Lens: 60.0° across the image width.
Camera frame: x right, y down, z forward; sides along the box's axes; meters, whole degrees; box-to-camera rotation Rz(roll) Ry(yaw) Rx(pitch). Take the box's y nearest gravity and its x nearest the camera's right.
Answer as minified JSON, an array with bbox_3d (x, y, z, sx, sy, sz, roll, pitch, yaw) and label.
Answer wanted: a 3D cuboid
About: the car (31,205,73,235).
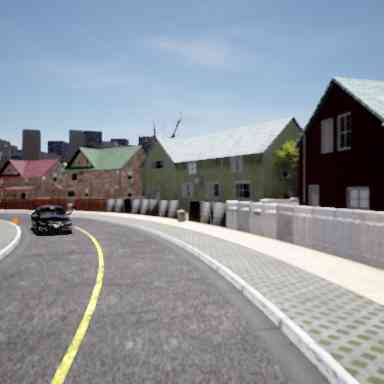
[{"bbox_3d":[-8.159,1.545,19.251,1.837,1.490,4.892,0,0,-29],"label":"car"}]
